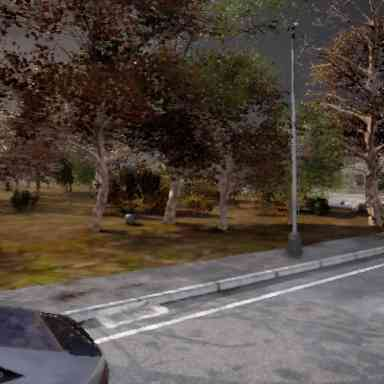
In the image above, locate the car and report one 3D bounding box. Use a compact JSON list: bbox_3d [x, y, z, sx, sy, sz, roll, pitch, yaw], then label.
[{"bbox_3d":[-2.641,1.563,2.106,4.181,1.385,1.994,0,0,-35],"label":"car"}]
